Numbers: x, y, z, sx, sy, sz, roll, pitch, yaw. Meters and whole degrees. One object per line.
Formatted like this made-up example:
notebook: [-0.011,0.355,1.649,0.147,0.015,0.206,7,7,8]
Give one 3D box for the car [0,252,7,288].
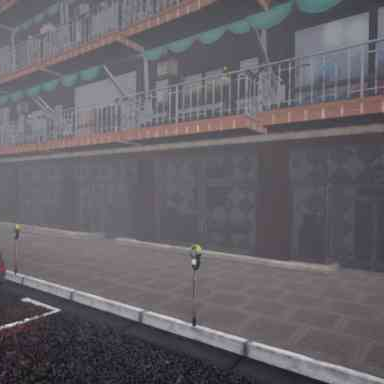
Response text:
car: [-6.051,1.522,7.680,4.674,1.442,1.812,0,0,36]
